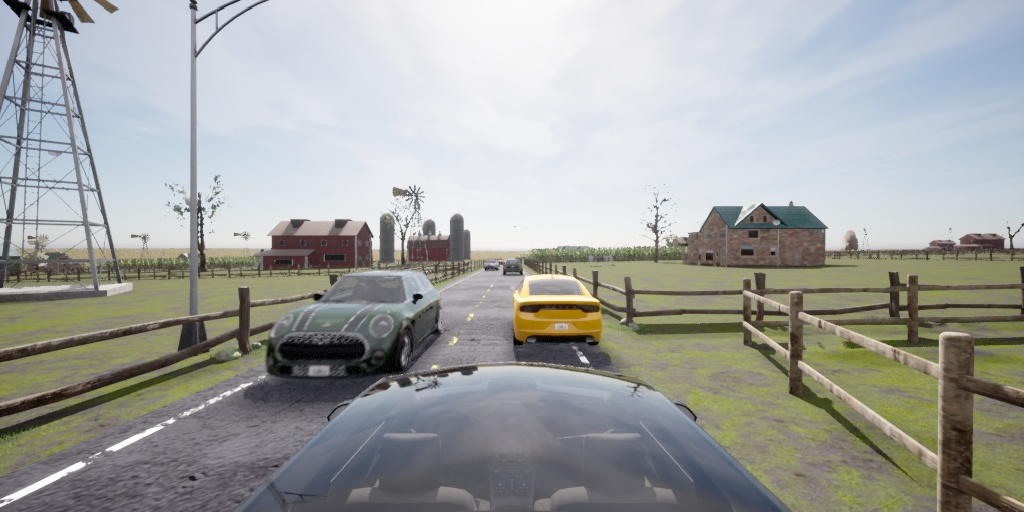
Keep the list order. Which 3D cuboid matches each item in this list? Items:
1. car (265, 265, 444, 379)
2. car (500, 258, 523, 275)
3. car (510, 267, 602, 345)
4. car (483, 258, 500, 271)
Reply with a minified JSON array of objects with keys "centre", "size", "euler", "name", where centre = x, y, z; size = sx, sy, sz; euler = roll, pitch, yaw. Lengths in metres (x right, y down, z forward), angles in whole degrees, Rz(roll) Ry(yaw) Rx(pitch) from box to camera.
[{"centre":[-2.844,1.101,7.541],"size":[2.097,1.767,4.553],"euler":[0,0,0],"name":"car"},{"centre":[0.114,1.110,39.351],"size":[2.097,1.767,4.553],"euler":[0,0,0],"name":"car"},{"centre":[0.971,1.226,9.486],"size":[1.882,1.535,5.008],"euler":[0,0,0],"name":"car"},{"centre":[-2.805,1.270,49.227],"size":[1.837,1.490,4.892],"euler":[0,0,0],"name":"car"}]
